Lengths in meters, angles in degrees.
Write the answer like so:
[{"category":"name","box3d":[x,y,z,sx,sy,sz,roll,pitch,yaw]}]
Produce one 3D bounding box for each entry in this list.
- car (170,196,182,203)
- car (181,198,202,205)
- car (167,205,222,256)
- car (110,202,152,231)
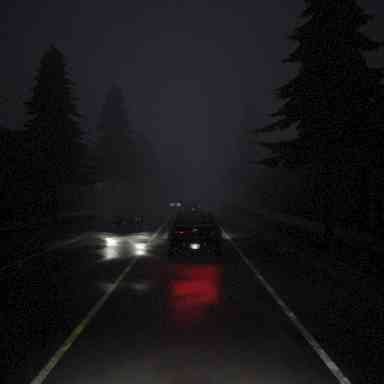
[{"category":"car","box3d":[-2.784,1.353,61.158,1.994,1.385,4.181,0,0,9]},{"category":"car","box3d":[0.104,1.479,35.231,1.895,1.301,4.718,0,0,0]},{"category":"car","box3d":[0.097,1.460,12.962,1.837,1.490,4.892,0,0,0]},{"category":"car","box3d":[-3.598,1.407,20.332,1.882,1.535,5.008,0,0,0]}]
